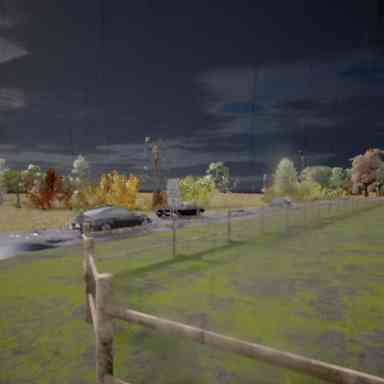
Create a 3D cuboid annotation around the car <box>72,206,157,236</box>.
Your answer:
[{"bbox_3d":[-4.285,1.493,18.238,1.812,1.442,4.674,0,0,36],"label":"car"}]

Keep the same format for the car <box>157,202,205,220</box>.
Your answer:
[{"bbox_3d":[-0.947,1.545,27.793,1.895,1.301,4.718,0,0,36],"label":"car"}]

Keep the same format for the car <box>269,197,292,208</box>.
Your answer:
[{"bbox_3d":[12.327,1.427,46.136,1.837,1.490,4.892,0,0,36],"label":"car"}]
